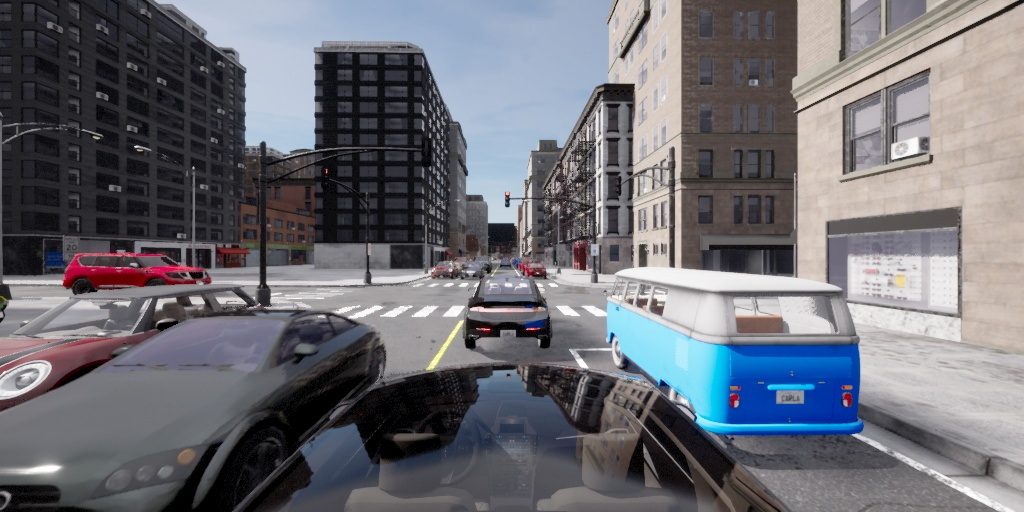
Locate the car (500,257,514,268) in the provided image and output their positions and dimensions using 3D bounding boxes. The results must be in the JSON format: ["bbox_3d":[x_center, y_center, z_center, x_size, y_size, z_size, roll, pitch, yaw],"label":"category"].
[{"bbox_3d":[-1.107,1.305,62.261,1.994,1.385,4.181,0,0,-1],"label":"car"}]

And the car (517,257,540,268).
[{"bbox_3d":[1.989,1.062,37.509,2.192,1.841,5.009,0,0,-1],"label":"car"}]

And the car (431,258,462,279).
[{"bbox_3d":[-5.935,1.188,31.952,1.967,1.591,4.097,0,0,-1],"label":"car"}]

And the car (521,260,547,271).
[{"bbox_3d":[2.089,1.293,32.100,1.888,1.381,4.507,0,0,-1],"label":"car"}]

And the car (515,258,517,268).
[{"bbox_3d":[1.789,1.291,48.326,1.888,1.381,4.507,0,0,-1],"label":"car"}]

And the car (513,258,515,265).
[{"bbox_3d":[1.589,1.308,59.144,1.948,1.339,4.313,0,0,-1],"label":"car"}]

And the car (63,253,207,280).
[{"bbox_3d":[-17.702,0.883,17.093,5.566,2.045,2.150,0,0,-1],"label":"car"}]

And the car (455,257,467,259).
[{"bbox_3d":[-6.135,1.062,42.769,2.192,1.841,5.009,0,0,-1],"label":"car"}]

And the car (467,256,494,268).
[{"bbox_3d":[-3.570,0.969,41.762,2.150,2.045,5.566,0,0,0],"label":"car"}]

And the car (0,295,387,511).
[{"bbox_3d":[-2.903,1.314,3.909,1.994,1.385,4.181,0,0,-1],"label":"car"}]

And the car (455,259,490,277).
[{"bbox_3d":[-3.384,1.240,31.599,2.128,1.511,4.902,0,0,-1],"label":"car"}]

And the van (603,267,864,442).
[{"bbox_3d":[2.586,1.090,5.224,1.690,1.789,3.998,0,0,-1],"label":"van"}]

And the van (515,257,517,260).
[{"bbox_3d":[1.689,1.085,53.735,1.690,1.789,3.998,0,0,-1],"label":"van"}]

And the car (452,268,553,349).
[{"bbox_3d":[-0.123,1.241,9.160,2.128,1.511,4.902,0,0,-1],"label":"car"}]

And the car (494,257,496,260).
[{"bbox_3d":[-3.762,1.292,52.164,2.033,1.411,5.357,0,0,-1],"label":"car"}]

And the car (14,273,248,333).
[{"bbox_3d":[-5.438,1.189,5.076,1.967,1.591,4.097,0,0,-1],"label":"car"}]
